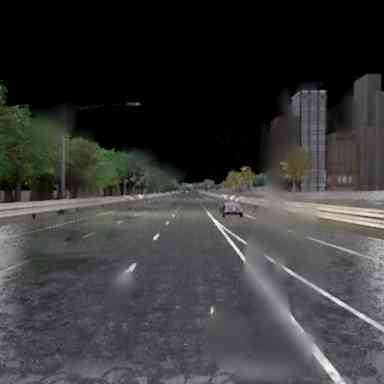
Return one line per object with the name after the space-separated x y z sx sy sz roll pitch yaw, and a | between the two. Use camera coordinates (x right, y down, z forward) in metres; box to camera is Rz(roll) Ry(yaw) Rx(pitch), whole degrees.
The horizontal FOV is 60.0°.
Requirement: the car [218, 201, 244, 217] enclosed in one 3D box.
3.509 1.529 30.542 2.033 1.411 5.357 0 0 -1 | car
